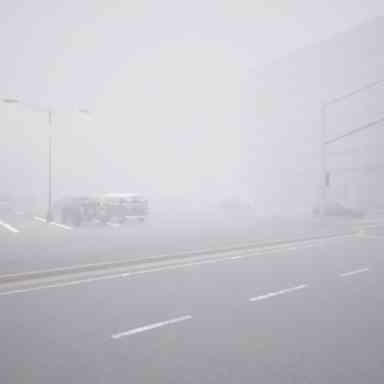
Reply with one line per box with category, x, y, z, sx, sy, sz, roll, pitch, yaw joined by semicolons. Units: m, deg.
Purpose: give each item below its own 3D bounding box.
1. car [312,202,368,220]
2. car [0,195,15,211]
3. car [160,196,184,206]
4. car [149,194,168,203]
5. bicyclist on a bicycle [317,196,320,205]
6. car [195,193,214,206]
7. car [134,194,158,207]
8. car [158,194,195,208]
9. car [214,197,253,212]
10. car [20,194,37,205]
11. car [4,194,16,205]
car;12.838;1.575;29.098;1.812;1.442;4.674;0;0;-35
car;-21.815;1.450;37.892;1.970;1.475;3.806;0;0;-35
car;-3.540;1.526;58.443;1.882;1.535;5.008;0;0;-36
car;-7.019;1.399;69.357;2.097;1.767;4.553;0;0;-35
bicyclist on a bicycle;16.505;1.348;42.866;1.656;1.620;0.582;0;0;-35
car;1.704;1.262;57.118;2.150;2.045;5.566;0;-1;-36
car;-8.953;1.540;66.022;2.128;1.511;4.902;0;0;-35
car;-2.471;1.272;50.587;2.150;2.045;5.566;0;0;-36
car;5.151;1.400;39.877;2.097;1.767;4.553;0;0;-35
car;-27.298;1.206;55.341;1.932;1.855;4.605;0;0;-35
car;-29.692;1.210;53.715;1.905;1.878;3.866;0;0;-35
